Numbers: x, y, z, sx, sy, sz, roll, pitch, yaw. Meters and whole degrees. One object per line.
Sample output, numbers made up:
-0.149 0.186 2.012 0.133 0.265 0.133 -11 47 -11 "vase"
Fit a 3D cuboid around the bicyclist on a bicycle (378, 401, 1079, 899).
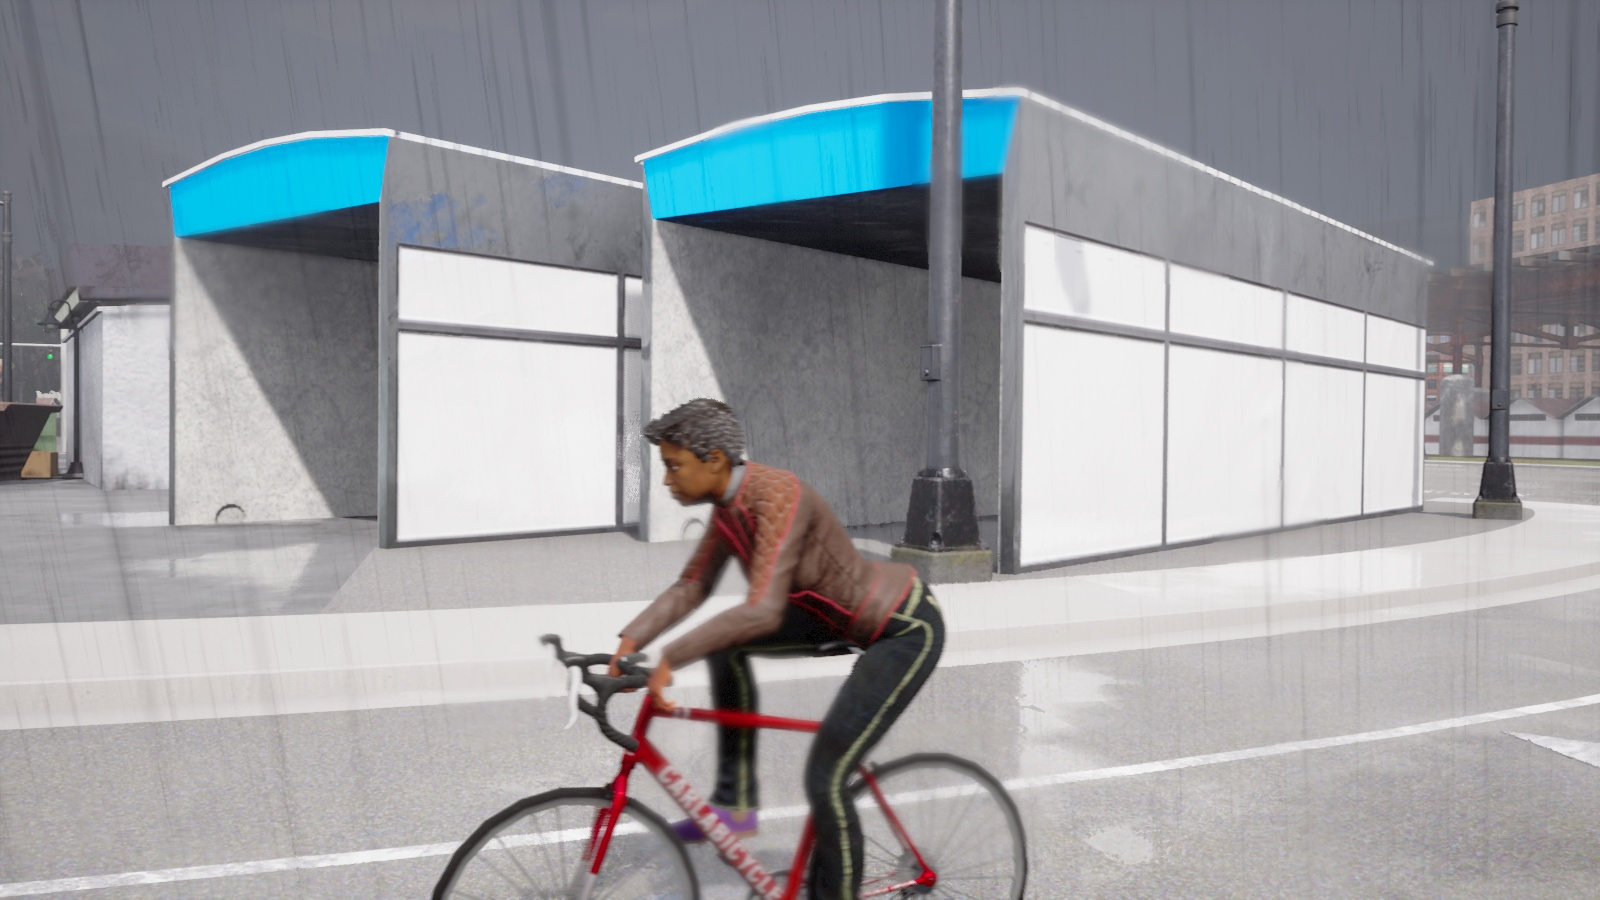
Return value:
-0.166 0.700 3.193 1.656 1.620 0.582 -1 1 -22 "bicyclist on a bicycle"
